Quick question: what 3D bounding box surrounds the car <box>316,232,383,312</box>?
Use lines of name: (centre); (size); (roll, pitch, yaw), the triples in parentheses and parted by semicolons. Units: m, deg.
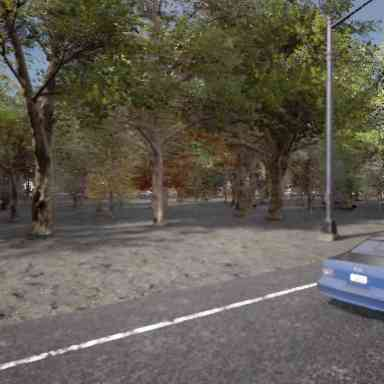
car: (4.964, 1.572, 7.291); (5.357, 1.411, 2.033); (0, 0, -35)
